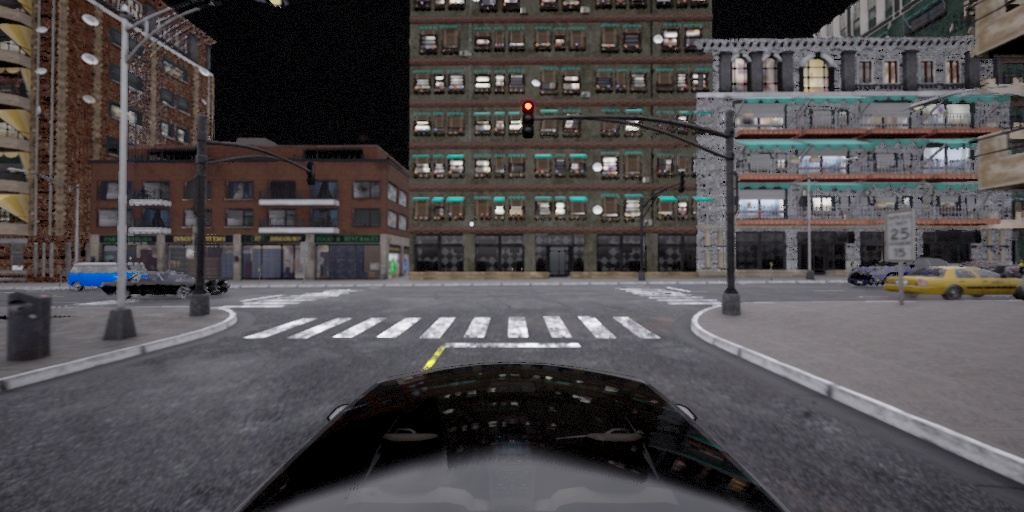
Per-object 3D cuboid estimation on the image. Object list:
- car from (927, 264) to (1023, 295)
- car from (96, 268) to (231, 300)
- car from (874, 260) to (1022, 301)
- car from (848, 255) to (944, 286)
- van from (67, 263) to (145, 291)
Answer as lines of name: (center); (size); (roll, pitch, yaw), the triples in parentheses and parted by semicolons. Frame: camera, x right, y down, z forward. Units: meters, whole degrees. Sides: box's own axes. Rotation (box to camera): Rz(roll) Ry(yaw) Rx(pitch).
car: (22.867, 1.040, 16.725); (4.718, 1.301, 1.895); (-1, -1, 1)
car: (-16.494, 1.400, 17.292); (4.718, 1.301, 1.895); (-1, -1, 1)
car: (17.654, 0.977, 14.097); (4.829, 1.417, 1.751); (0, 0, 1)
car: (21.510, 0.846, 19.844); (4.553, 1.767, 2.097); (0, -1, 1)
van: (-26.063, 1.306, 23.113); (3.998, 1.789, 1.690); (0, 0, 1)
